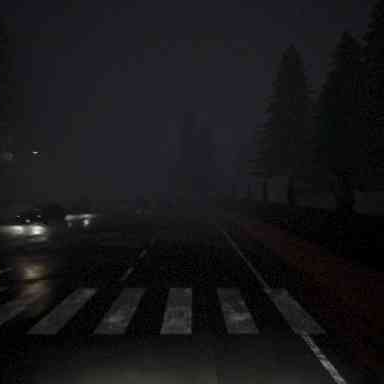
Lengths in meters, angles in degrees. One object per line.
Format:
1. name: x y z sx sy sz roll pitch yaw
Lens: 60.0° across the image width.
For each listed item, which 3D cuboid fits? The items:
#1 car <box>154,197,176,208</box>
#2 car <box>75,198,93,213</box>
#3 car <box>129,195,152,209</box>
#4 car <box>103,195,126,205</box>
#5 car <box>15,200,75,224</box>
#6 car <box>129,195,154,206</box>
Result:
1. car: -3.683 1.404 45.351 1.994 1.385 4.181 0 0 -23
2. car: -11.463 1.354 34.614 1.882 1.535 5.008 0 0 -12
3. car: -6.813 1.373 43.125 1.812 1.442 4.674 0 0 -21
4. car: -12.336 1.317 52.852 1.837 1.490 4.892 0 0 -41
5. car: -10.643 1.461 24.155 2.033 1.411 5.357 0 0 -1
6. car: -8.151 1.317 53.107 1.837 1.490 4.892 0 0 -37
